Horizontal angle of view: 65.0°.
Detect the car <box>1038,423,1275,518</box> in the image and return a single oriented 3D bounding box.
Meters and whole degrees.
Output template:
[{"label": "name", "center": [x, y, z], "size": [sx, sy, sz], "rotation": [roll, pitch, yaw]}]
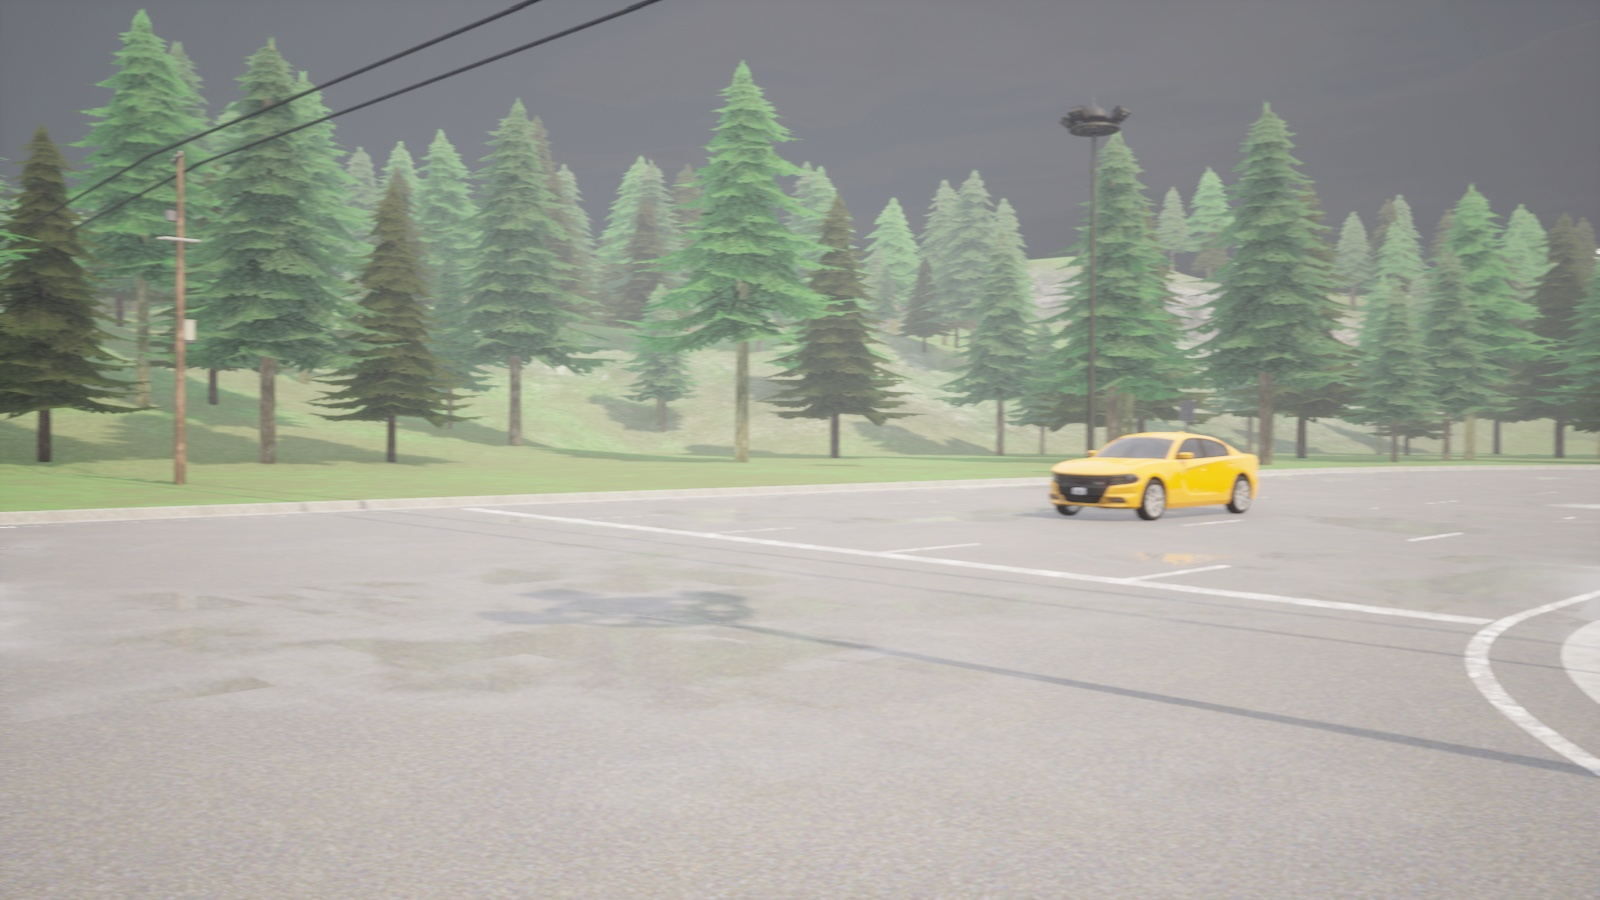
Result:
[{"label": "car", "center": [6.617, 0.295, 22.965], "size": [5.008, 1.535, 1.882], "rotation": [-1, 1, -44]}]
